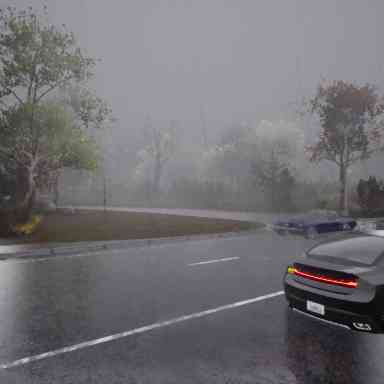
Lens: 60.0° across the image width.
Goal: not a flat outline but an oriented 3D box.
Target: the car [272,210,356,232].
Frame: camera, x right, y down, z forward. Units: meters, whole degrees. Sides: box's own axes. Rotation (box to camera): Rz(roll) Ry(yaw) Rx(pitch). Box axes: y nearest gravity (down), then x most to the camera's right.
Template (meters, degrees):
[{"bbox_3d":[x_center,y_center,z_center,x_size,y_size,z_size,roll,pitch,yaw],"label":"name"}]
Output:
[{"bbox_3d":[6.282,1.601,16.973,4.718,1.301,1.895,0,0,-35],"label":"car"}]

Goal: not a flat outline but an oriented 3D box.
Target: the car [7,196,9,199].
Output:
[{"bbox_3d":[-30.662,1.566,57.326,5.566,2.045,2.150,-1,0,29],"label":"car"}]

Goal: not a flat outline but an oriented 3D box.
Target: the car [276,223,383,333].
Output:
[{"bbox_3d":[3.841,1.505,6.458,4.892,1.490,1.837,0,0,-36],"label":"car"}]
